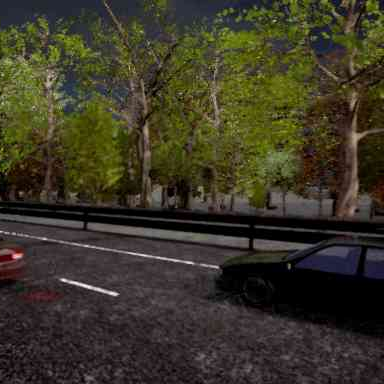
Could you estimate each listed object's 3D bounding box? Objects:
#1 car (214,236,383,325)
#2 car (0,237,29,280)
[{"bbox_3d":[3.079,1.543,6.094,5.357,1.411,2.033,0,0,35],"label":"car"},{"bbox_3d":[-6.328,1.477,8.499,5.357,1.411,2.033,1,0,35],"label":"car"}]
